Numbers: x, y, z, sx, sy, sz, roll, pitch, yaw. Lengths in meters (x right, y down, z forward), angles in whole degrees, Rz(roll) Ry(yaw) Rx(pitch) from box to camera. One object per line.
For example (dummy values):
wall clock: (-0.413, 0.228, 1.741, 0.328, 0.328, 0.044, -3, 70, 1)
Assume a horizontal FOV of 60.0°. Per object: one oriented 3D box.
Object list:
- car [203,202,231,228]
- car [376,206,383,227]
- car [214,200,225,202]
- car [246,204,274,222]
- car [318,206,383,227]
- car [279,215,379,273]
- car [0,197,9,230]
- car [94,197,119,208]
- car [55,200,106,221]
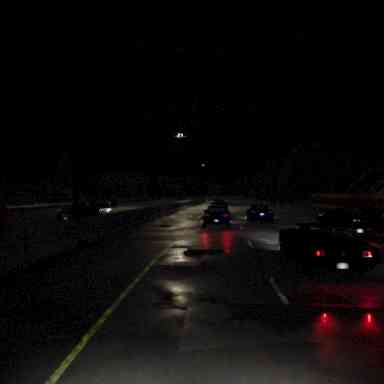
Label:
car: (1.751, 1.665, 23.460, 1.812, 1.442, 4.674, 0, 0, 5)
car: (12.184, 1.637, 22.144, 1.882, 1.535, 5.008, 0, 0, 5)
car: (3.440, 1.752, 41.455, 1.837, 1.490, 4.892, 0, 0, 5)
car: (5.729, 1.742, 28.331, 1.994, 1.385, 4.181, 0, 0, 5)
car: (8.336, 1.633, 18.479, 1.837, 1.490, 4.892, 0, 0, 5)
car: (4.164, 1.676, 11.023, 1.895, 1.301, 4.718, 0, 0, 4)
car: (-12.931, 1.296, 18.948, 2.150, 2.045, 5.566, 0, 0, 5)
car: (-13.210, 1.617, 52.521, 2.097, 1.767, 4.553, 0, 0, 6)
car: (-8.765, 1.617, 25.865, 2.128, 1.511, 4.902, 0, 0, 5)
